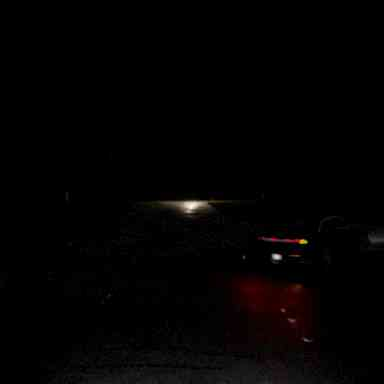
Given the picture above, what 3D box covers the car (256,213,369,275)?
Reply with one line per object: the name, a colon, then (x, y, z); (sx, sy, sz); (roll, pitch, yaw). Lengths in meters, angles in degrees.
car: (3.939, 1.424, 10.521); (2.128, 1.511, 4.902); (-3, 0, 45)
